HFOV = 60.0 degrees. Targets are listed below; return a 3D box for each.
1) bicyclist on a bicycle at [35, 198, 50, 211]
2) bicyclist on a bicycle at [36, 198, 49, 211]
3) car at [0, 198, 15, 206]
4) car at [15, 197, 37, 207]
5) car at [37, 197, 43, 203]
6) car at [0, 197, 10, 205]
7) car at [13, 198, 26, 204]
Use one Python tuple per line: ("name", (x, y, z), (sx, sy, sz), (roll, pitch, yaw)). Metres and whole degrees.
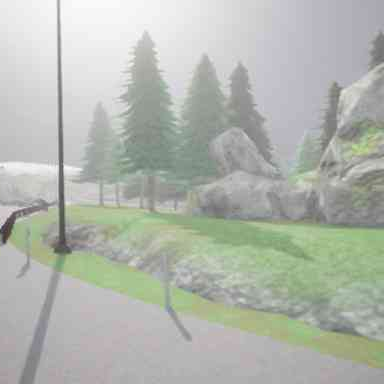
("bicyclist on a bicycle", (-19.201, 1.597, 42.699), (1.656, 1.620, 0.582), (0, -2, 3))
("bicyclist on a bicycle", (-18.896, 1.594, 41.755), (1.656, 1.620, 0.582), (1, 0, -25))
("car", (-34.687, 1.915, 63.225), (2.033, 1.411, 5.357), (-1, 0, -18))
("car", (-29.906, 1.850, 60.113), (2.033, 1.411, 5.357), (-1, 0, -18))
("car", (-34.546, 1.876, 74.213), (1.837, 1.490, 4.892), (-1, 0, -18))
("car", (-41.211, 1.938, 72.073), (2.128, 1.511, 4.902), (-1, 0, -18))
("car", (-37.887, 1.952, 73.173), (1.895, 1.301, 4.718), (-1, 0, -18))
